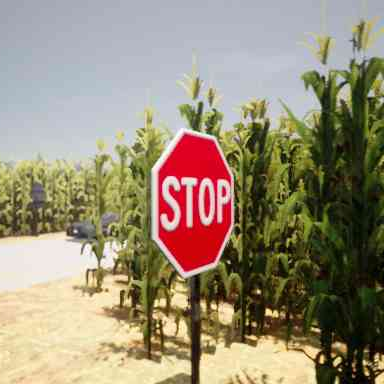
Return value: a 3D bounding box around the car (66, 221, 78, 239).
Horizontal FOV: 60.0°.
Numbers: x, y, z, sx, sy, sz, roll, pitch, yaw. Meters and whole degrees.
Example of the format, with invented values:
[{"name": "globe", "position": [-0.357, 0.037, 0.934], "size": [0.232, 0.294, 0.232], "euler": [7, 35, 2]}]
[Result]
[{"name": "car", "position": [-4.092, 1.599, 16.637], "size": [1.994, 1.385, 4.181], "euler": [0, 0, 36]}]
